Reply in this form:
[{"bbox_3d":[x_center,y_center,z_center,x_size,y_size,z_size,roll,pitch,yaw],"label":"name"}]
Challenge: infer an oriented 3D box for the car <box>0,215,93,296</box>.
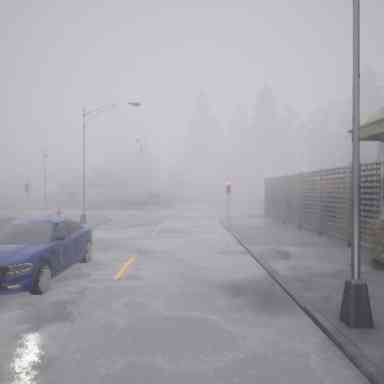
[{"bbox_3d":[-4.128,1.451,8.833,1.882,1.535,5.008,0,0,0],"label":"car"}]
